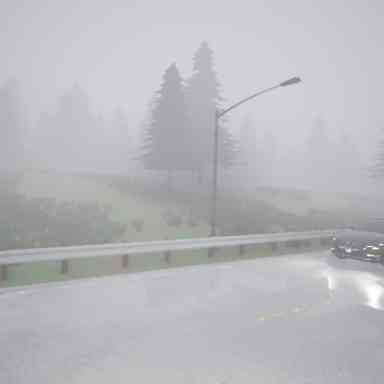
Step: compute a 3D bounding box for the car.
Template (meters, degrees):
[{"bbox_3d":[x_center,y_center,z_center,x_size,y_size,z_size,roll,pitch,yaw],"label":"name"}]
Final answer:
[{"bbox_3d":[6.987,1.658,11.811,4.892,1.490,1.837,2,0,-33],"label":"car"}]
